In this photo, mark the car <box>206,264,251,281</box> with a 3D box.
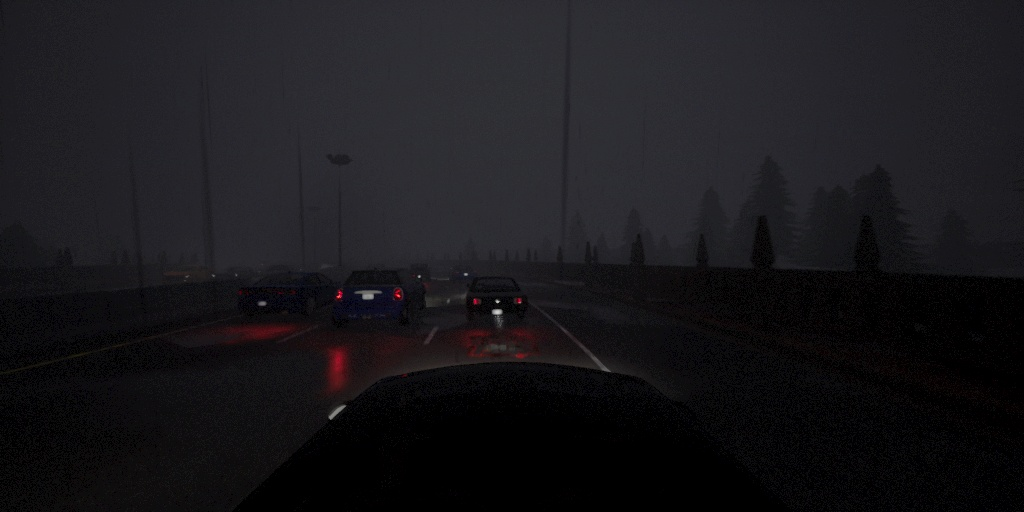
[{"bbox_3d":[-22.307,1.567,29.048,1.895,1.301,4.718,0,0,-19],"label":"car"}]

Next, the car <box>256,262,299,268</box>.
[{"bbox_3d":[-18.548,1.440,28.644,1.837,1.490,4.892,0,0,-18],"label":"car"}]

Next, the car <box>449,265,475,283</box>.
[{"bbox_3d":[-4.109,1.400,29.743,1.994,1.385,4.181,0,0,-16],"label":"car"}]

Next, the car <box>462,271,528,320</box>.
[{"bbox_3d":[-0.687,1.374,12.817,1.895,1.301,4.718,0,0,-7],"label":"car"}]

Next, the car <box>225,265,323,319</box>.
[{"bbox_3d":[-7.829,1.289,13.290,1.882,1.535,5.008,0,0,-7],"label":"car"}]

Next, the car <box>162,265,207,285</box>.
[{"bbox_3d":[-26.038,1.473,29.034,1.882,1.535,5.008,0,0,-20],"label":"car"}]

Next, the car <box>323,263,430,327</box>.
[{"bbox_3d":[-4.180,1.141,11.983,2.097,1.767,4.553,0,0,-6],"label":"car"}]
